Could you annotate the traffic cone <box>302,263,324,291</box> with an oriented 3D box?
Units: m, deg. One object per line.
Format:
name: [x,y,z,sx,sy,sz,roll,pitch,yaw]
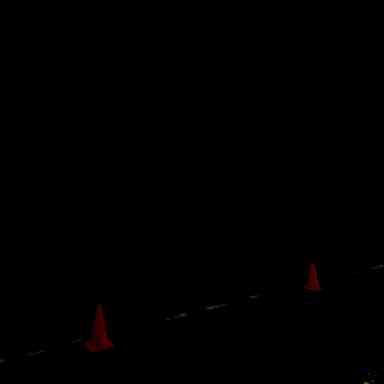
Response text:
traffic cone: [2.808,1.941,7.722,0.340,0.580,0.340,0,0,-34]

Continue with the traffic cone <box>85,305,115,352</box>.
traffic cone: [-1.354,1.948,4.866,0.340,0.580,0.340,0,0,-35]
